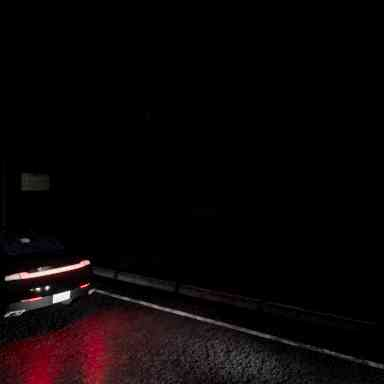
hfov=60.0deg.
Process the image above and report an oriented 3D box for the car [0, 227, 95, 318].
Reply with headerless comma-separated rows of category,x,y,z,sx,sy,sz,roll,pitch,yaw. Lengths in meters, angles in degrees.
car,-4.056,1.492,6.864,4.902,1.511,2.128,0,0,37
